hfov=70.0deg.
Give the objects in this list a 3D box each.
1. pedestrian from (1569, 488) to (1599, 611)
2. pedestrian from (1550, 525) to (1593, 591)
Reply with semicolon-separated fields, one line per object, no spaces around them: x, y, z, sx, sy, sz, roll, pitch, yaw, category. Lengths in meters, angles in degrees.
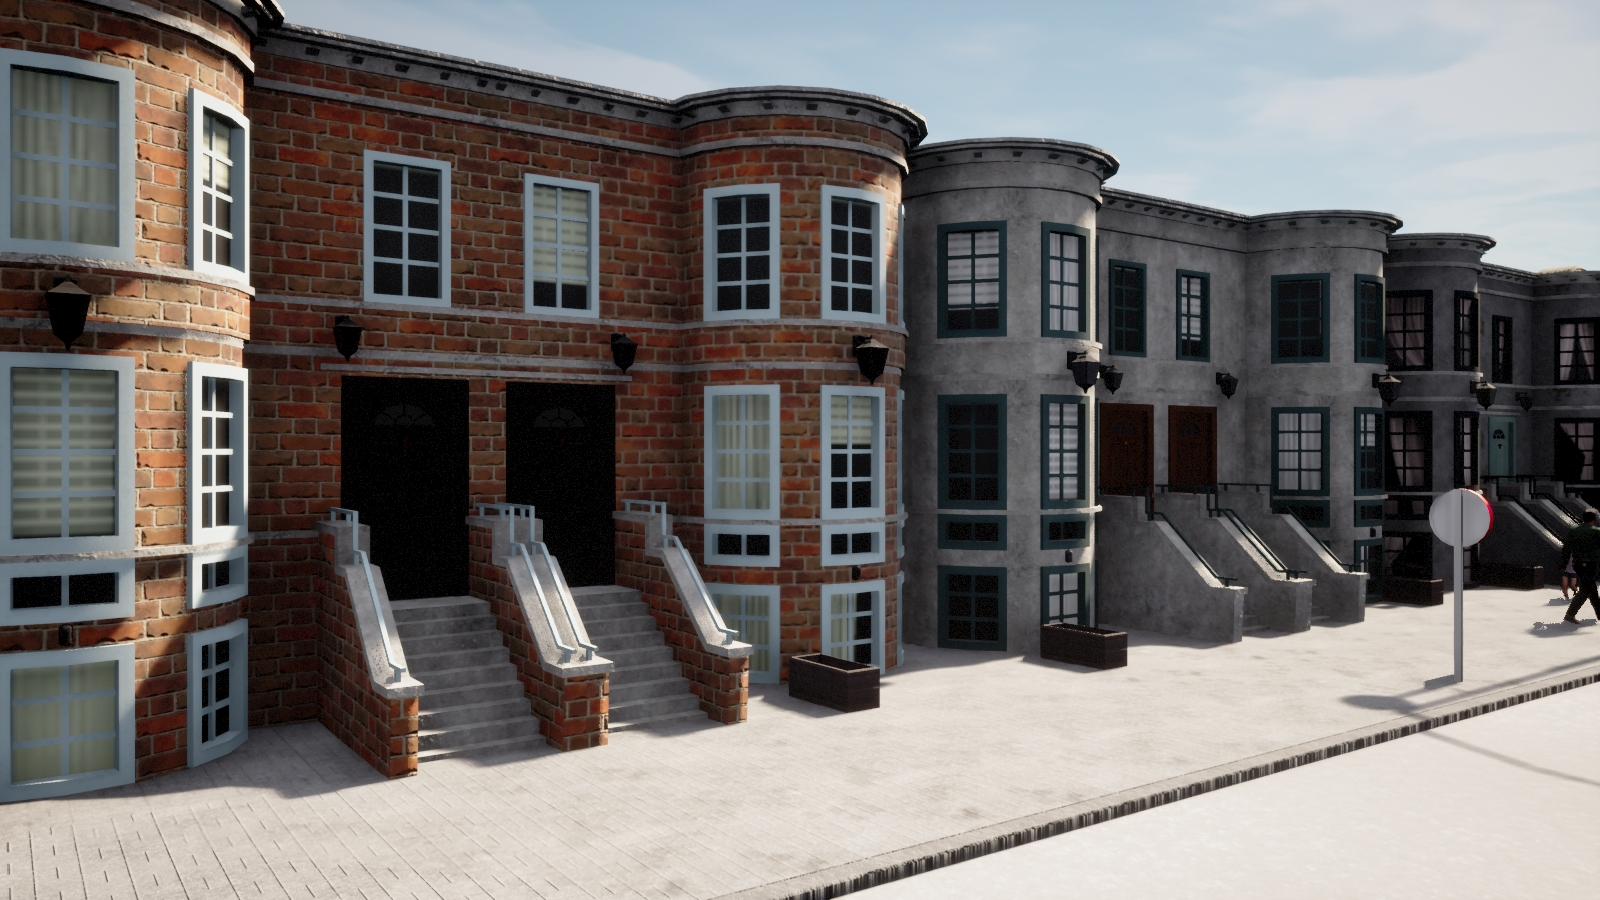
12.162;1.524;17.604;0.375;1.860;0.375;0;0;-19;pedestrian
13.709;1.904;20.298;0.500;1.100;0.500;0;0;-36;pedestrian
